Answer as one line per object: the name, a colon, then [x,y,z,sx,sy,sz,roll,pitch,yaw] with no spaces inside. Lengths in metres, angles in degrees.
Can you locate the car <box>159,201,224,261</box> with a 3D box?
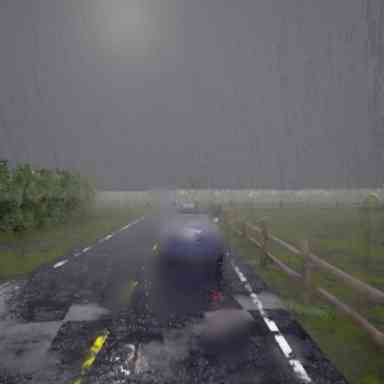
car: [-0.034,1.390,12.515,2.097,1.767,4.553,0,0,0]

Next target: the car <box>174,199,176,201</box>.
car: [-0.260,1.571,27.620,2.128,1.511,4.902,0,0,-1]

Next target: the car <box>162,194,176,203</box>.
car: [-3.954,1.369,57.645,2.150,2.045,5.566,0,0,-1]
